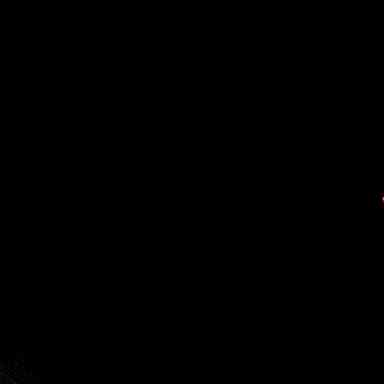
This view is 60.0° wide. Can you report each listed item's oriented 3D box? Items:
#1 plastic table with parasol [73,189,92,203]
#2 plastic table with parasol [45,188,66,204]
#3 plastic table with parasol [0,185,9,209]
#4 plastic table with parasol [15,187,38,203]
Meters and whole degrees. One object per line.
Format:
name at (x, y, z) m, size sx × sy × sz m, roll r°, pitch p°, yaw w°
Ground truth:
plastic table with parasol at (-18.891, 0.659, 57.507) m, size 2.482 × 2.480 × 2.482 m, roll 0°, pitch 0°, yaw -4°
plastic table with parasol at (-22.679, 0.615, 55.485) m, size 2.482 × 2.480 × 2.482 m, roll 2°, pitch 0°, yaw -5°
plastic table with parasol at (-22.644, 0.605, 37.651) m, size 2.482 × 2.480 × 2.482 m, roll -2°, pitch 4°, yaw -3°
plastic table with parasol at (-26.416, 0.531, 53.135) m, size 2.482 × 2.480 × 2.482 m, roll -1°, pitch 0°, yaw -3°
